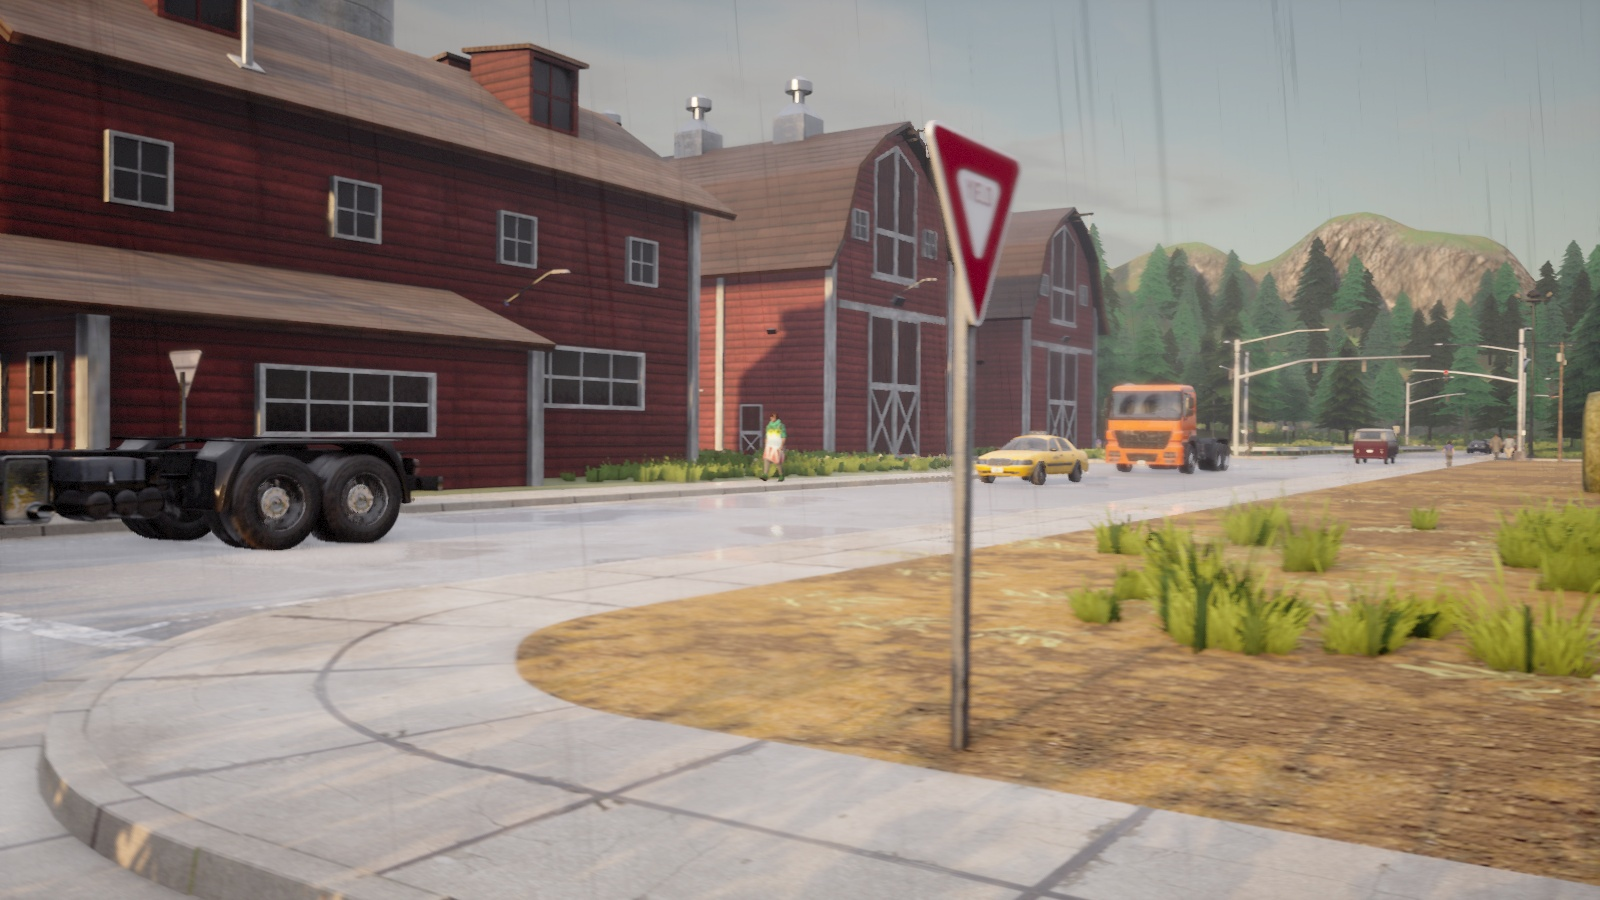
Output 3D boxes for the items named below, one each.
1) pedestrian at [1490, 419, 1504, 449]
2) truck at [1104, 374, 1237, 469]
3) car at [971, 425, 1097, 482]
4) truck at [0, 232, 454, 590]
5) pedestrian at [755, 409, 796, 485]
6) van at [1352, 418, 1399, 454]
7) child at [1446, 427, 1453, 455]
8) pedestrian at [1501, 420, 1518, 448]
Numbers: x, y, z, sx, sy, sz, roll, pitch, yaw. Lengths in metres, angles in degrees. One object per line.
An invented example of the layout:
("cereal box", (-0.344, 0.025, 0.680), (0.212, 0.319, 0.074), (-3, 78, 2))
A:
("pedestrian", (46.377, -1.051, 83.535), (0.659, 1.952, 0.873), (0, 1, 39))
("truck", (14.716, -1.136, 49.465), (2.891, 3.462, 7.936), (0, 2, 33))
("car", (7.100, 0.062, 37.628), (1.801, 1.575, 5.366), (0, 1, 33))
("truck", (-8.071, -0.402, 14.223), (2.891, 3.462, 7.936), (0, 1, 35))
("pedestrian", (-0.647, -0.081, 32.869), (0.659, 1.952, 0.873), (0, 1, 37))
("van", (32.201, -0.799, 70.202), (1.775, 1.987, 4.442), (0, 1, 33))
("child", (29.289, -0.393, 56.595), (0.270, 1.263, 0.437), (0, 1, 28))
("pedestrian", (47.078, -1.040, 83.311), (0.874, 1.855, 0.900), (0, 1, 34))
